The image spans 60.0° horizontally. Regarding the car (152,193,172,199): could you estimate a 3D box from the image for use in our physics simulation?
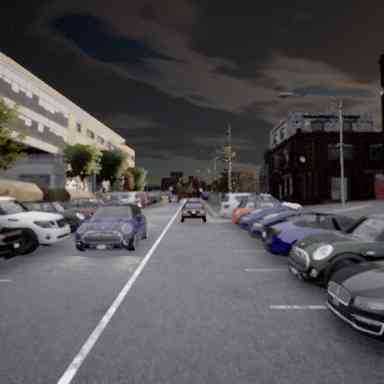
[{"bbox_3d":[-7.599,1.028,85.188,5.008,1.535,2.097,0,0,0],"label":"car"}]

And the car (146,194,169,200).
[{"bbox_3d":[-7.636,1.113,74.072,4.792,1.488,2.163,0,0,0],"label":"car"}]

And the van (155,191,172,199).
[{"bbox_3d":[-7.713,0.835,90.808,4.442,1.987,1.878,0,0,0],"label":"van"}]

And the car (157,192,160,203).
[{"bbox_3d":[-7.616,1.217,48.805,5.008,1.535,2.097,0,0,0],"label":"car"}]

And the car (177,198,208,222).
[{"bbox_3d":[0.112,1.412,25.127,2.033,1.411,5.357,0,0,0],"label":"car"}]

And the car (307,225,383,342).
[{"bbox_3d":[4.689,1.452,5.226,4.892,1.521,2.231,0,0,0],"label":"car"}]

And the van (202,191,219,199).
[{"bbox_3d":[4.849,0.810,88.275,4.442,1.987,1.878,0,0,0],"label":"van"}]

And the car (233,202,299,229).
[{"bbox_3d":[4.687,1.428,16.979,4.674,1.452,2.002,0,0,0],"label":"car"}]

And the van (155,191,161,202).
[{"bbox_3d":[-7.503,0.976,51.722,4.442,1.987,1.878,0,0,0],"label":"van"}]

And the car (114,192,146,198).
[{"bbox_3d":[-7.659,1.055,32.166,5.566,2.045,2.435,0,0,0],"label":"car"}]

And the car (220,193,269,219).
[{"bbox_3d":[4.722,1.106,22.729,5.566,2.045,2.435,0,0,0],"label":"car"}]

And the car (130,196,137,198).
[{"bbox_3d":[-7.662,1.351,29.375,4.792,1.488,2.163,0,0,0],"label":"car"}]

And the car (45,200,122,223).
[{"bbox_3d":[-7.606,1.380,23.786,4.792,1.488,2.163,0,0,0],"label":"car"}]

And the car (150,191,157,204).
[{"bbox_3d":[-7.653,1.106,46.134,4.553,1.767,2.185,0,0,0],"label":"car"}]

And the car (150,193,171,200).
[{"bbox_3d":[-7.574,1.083,79.660,4.792,1.488,2.163,0,0,0],"label":"car"}]

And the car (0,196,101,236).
[{"bbox_3d":[-7.671,1.256,18.075,4.553,1.767,2.185,0,0,0],"label":"car"}]

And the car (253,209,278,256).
[{"bbox_3d":[4.715,1.450,10.977,4.792,1.488,2.163,0,0,0],"label":"car"}]

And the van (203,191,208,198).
[{"bbox_3d":[4.834,0.916,63.169,4.442,1.987,1.878,0,0,0],"label":"van"}]

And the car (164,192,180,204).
[{"bbox_3d":[-3.025,1.190,56.174,2.128,1.511,4.902,0,0,0],"label":"car"}]

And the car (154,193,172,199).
[{"bbox_3d":[-7.627,1.063,88.020,4.792,1.488,2.163,0,0,0],"label":"car"}]

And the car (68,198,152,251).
[{"bbox_3d":[-3.092,1.278,13.594,2.097,1.767,4.553,0,0,0],"label":"car"}]

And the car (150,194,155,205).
[{"bbox_3d":[-7.622,1.287,43.343,4.674,1.452,2.002,0,0,0],"label":"car"}]

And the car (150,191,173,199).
[{"bbox_3d":[-7.573,0.787,82.452,5.566,2.045,2.435,0,0,0],"label":"car"}]

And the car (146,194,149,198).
[{"bbox_3d":[-7.656,1.306,37.754,4.792,1.488,2.163,0,0,0],"label":"car"}]

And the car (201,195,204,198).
[{"bbox_3d":[0.125,1.378,41.536,1.895,1.301,4.718,0,0,0],"label":"car"}]

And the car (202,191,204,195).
[{"bbox_3d":[4.747,0.876,65.960,5.566,2.045,2.435,0,0,0],"label":"car"}]

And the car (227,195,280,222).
[{"bbox_3d":[4.660,1.247,19.917,4.553,1.767,2.185,0,0,0],"label":"car"}]

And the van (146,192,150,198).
[{"bbox_3d":[-7.743,1.036,40.548,4.442,1.987,1.878,0,0,0],"label":"van"}]

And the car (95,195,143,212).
[{"bbox_3d":[-7.598,1.166,34.961,4.553,1.767,2.185,0,0,0],"label":"car"}]

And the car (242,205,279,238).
[{"bbox_3d":[4.685,1.445,13.916,4.674,1.452,2.002,0,0,0],"label":"car"}]

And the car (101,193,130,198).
[{"bbox_3d":[-7.666,1.210,26.581,4.553,1.767,2.185,0,0,0],"label":"car"}]

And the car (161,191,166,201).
[{"bbox_3d":[-7.582,1.032,60.102,4.553,1.767,2.185,0,0,0],"label":"car"}]

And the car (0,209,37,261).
[{"bbox_3d":[-7.639,1.425,9.819,5.008,1.535,2.097,0,0,0],"label":"car"}]

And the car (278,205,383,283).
[{"bbox_3d":[4.716,1.310,8.038,4.553,1.767,2.185,0,0,0],"label":"car"}]
